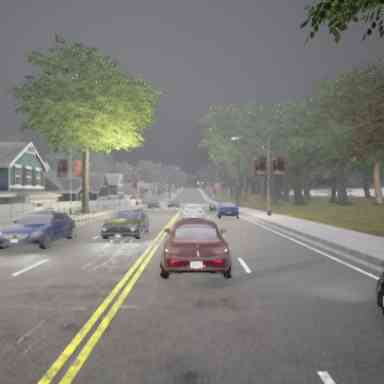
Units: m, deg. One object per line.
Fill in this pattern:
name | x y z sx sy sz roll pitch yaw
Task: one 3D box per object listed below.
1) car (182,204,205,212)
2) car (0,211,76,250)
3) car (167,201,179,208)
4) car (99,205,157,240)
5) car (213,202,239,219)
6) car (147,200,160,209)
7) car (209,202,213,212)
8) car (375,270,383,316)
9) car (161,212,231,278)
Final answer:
car | 0.114 1.698 27.853 1.812 1.442 4.674 0 -1 0
car | -6.594 1.578 14.677 1.812 1.442 4.674 0 0 0
car | -3.269 2.207 59.200 1.994 1.385 4.181 0 -1 1
car | -3.344 1.622 17.701 2.033 1.411 5.357 0 0 0
car | 3.340 1.702 31.945 1.882 1.535 5.008 0 -1 0
car | -6.515 2.155 57.185 2.033 1.411 5.357 0 -1 1
car | 3.313 2.032 46.079 1.895 1.301 4.718 0 -1 1
car | 4.227 1.513 4.066 1.837 1.490 4.892 0 0 0
car | 0.107 1.554 10.106 1.812 1.442 4.674 0 0 0
